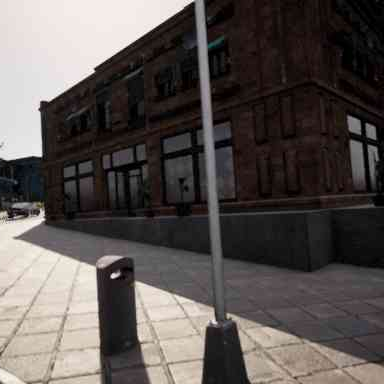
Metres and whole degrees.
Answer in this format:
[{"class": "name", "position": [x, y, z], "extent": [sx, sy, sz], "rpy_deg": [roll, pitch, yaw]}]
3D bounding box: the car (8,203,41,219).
[{"class": "car", "position": [-17.313, 1.899, 34.579], "extent": [1.837, 1.490, 4.892], "rpy_deg": [-2, 0, -5]}]
